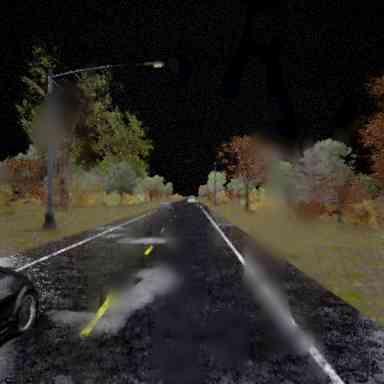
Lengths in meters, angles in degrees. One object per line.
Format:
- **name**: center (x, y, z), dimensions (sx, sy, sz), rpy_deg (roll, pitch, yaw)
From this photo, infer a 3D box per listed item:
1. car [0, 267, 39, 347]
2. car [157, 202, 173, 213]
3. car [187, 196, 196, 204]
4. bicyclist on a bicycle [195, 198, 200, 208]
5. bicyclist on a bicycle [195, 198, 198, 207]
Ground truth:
- **car**: center (-3.600, 1.602, 3.990), dimensions (1.994, 1.385, 4.181), rpy_deg (0, -1, 0)
- **car**: center (-3.590, 1.977, 44.506), dimensions (2.033, 1.411, 5.357), rpy_deg (0, -1, 0)
- **car**: center (-0.027, 2.105, 87.854), dimensions (2.150, 2.045, 5.566), rpy_deg (0, -1, 0)
- **bicyclist on a bicycle**: center (0.935, 2.004, 57.527), dimensions (0.866, 1.612, 1.509), rpy_deg (0, -1, 0)
- **bicyclist on a bicycle**: center (0.941, 2.028, 66.163), dimensions (0.659, 1.776, 1.843), rpy_deg (0, -1, 0)
